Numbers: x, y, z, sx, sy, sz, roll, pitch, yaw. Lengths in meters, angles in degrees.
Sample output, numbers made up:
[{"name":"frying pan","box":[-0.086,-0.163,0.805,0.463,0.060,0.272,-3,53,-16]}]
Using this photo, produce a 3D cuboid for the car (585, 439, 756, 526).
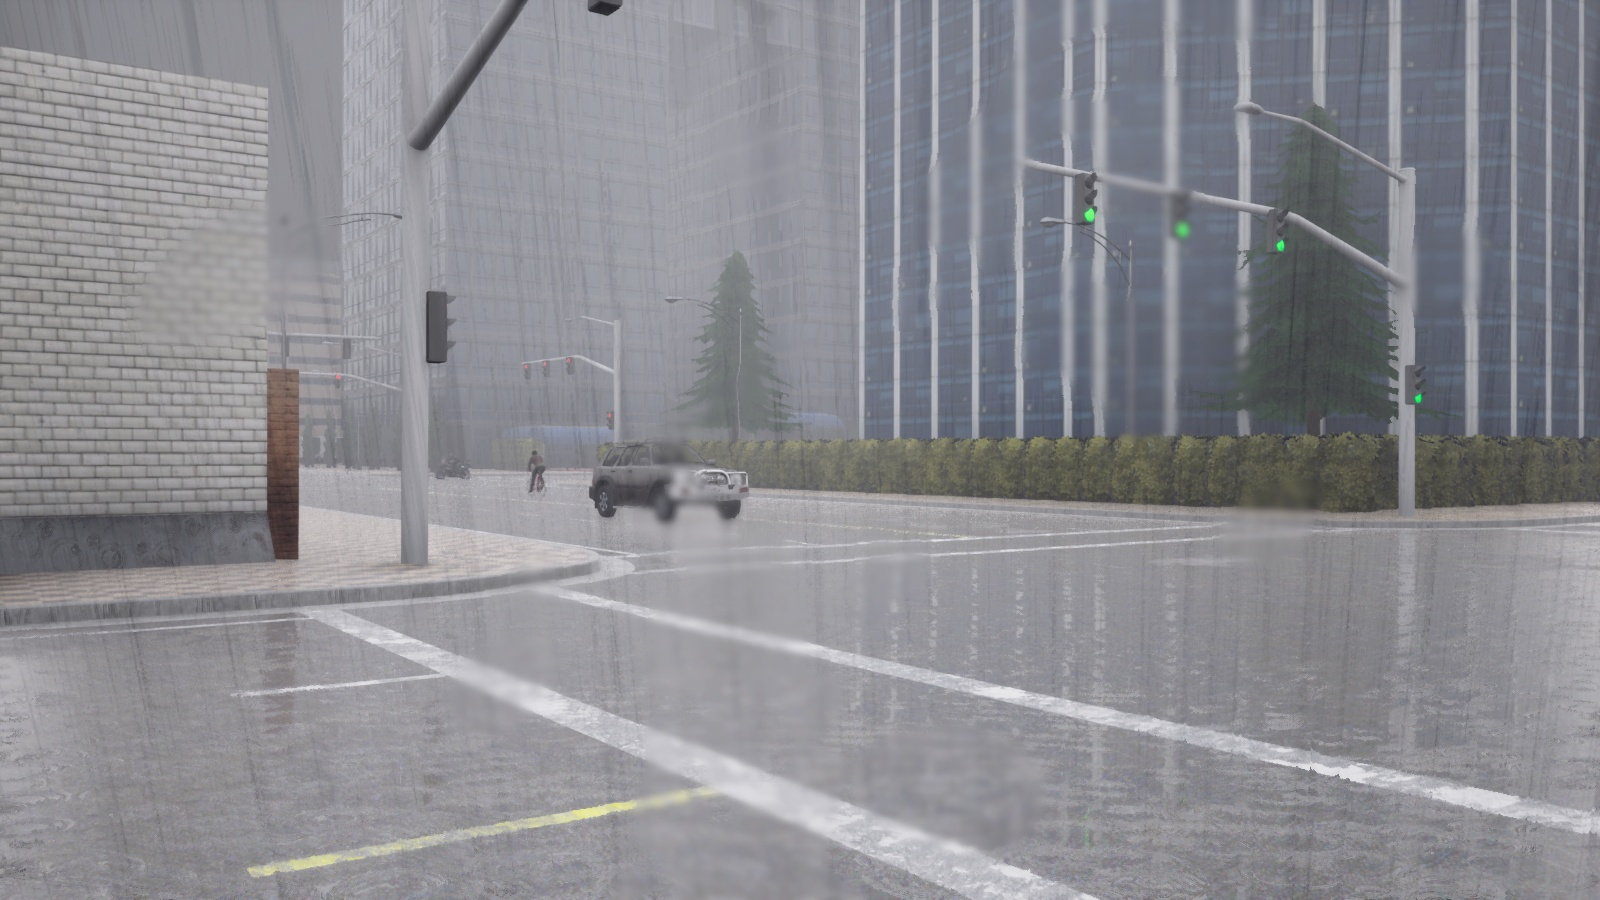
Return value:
[{"name":"car","box":[-3.097,0.695,29.092,1.932,1.855,4.605,0,0,-35]}]

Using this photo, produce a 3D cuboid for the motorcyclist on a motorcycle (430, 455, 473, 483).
[{"name":"motorcyclist on a motorcycle","box":[-19.595,1.050,70.666,0.866,1.530,2.191,1,0,42]}]

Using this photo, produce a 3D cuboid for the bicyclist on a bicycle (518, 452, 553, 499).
[{"name":"bicyclist on a bicycle","box":[-9.272,0.880,44.021,0.582,1.620,1.656,0,0,-35]}]
